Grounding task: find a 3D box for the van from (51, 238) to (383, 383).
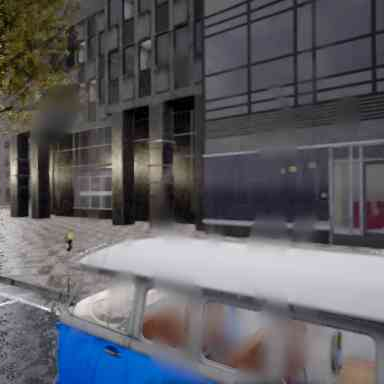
[{"bbox_3d":[0.591,1.347,2.548,3.998,1.788,1.690,-1,0,36],"label":"van"}]
